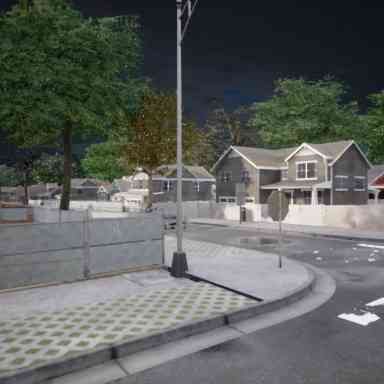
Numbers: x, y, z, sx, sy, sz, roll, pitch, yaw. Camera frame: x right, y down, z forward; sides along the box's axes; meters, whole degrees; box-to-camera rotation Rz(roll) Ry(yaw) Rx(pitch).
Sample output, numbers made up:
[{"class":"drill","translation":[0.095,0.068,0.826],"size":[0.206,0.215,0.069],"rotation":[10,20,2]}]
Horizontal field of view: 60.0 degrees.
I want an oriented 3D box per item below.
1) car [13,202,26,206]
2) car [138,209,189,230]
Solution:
[{"class":"car","translation":[-34.741,2.710,66.918],"size":[1.994,1.385,4.181],"rotation":[0,-1,-36]},{"class":"car","translation":[-2.432,1.871,22.594],"size":[2.033,1.411,5.357],"rotation":[0,-1,-36]}]
